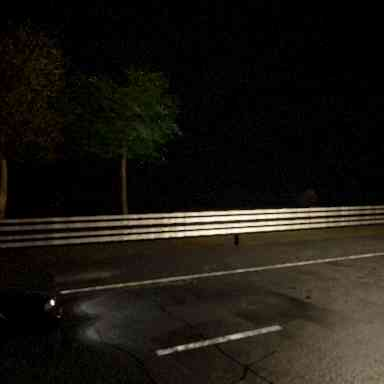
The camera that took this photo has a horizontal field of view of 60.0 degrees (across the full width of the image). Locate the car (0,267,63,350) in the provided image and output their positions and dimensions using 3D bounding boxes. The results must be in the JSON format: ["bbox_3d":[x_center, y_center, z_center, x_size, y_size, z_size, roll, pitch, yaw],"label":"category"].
[{"bbox_3d":[-4.660,1.548,4.530,5.357,1.411,2.033,-1,0,-24],"label":"car"}]
